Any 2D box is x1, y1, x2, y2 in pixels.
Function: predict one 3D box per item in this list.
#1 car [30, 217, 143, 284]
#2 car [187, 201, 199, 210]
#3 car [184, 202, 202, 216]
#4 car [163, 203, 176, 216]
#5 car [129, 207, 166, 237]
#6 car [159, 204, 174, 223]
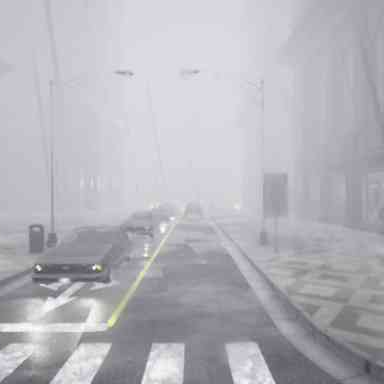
[{"bbox_3d":[-3.075,1.780,10.652,2.033,1.411,5.357,0,-1,0],"label":"car"},{"bbox_3d":[0.203,2.421,59.595,1.994,1.385,4.181,0,-1,0],"label":"car"},{"bbox_3d":[0.164,1.948,40.036,2.097,1.767,4.553,0,-1,0],"label":"car"},{"bbox_3d":[-2.979,2.116,41.297,1.882,1.535,5.008,0,-1,1],"label":"car"},{"bbox_3d":[-3.067,1.913,20.723,2.033,1.411,5.357,0,-1,0],"label":"car"},{"bbox_3d":[-3.039,2.063,30.805,1.994,1.385,4.181,0,-1,1],"label":"car"}]
